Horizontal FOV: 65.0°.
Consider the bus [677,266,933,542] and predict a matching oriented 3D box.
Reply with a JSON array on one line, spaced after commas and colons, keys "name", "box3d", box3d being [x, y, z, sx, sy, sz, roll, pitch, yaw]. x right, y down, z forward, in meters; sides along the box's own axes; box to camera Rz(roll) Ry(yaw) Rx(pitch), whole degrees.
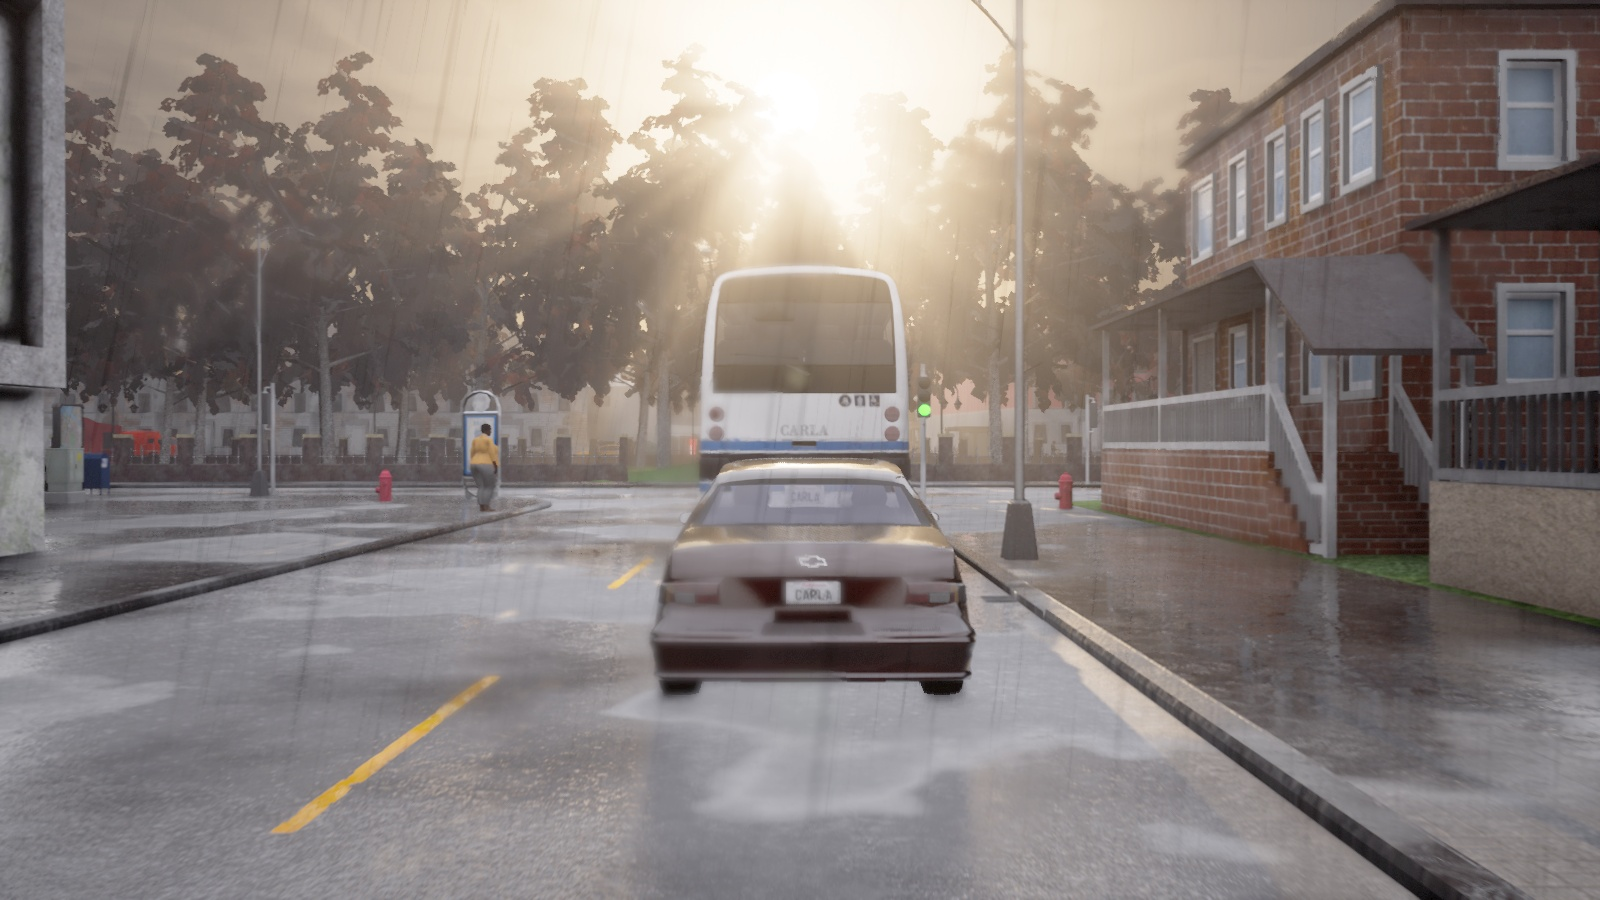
[{"name": "bus", "box3d": [0.168, -0.735, 24.540, 3.944, 4.253, 10.273, 0, 0, 1]}]

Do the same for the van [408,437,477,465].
[{"name": "van", "box3d": [-25.815, 0.089, 90.710, 4.442, 1.987, 1.775, 0, 0, 0]}]

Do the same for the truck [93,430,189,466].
[{"name": "truck", "box3d": [-45.488, -0.149, 86.778, 5.204, 2.467, 2.627, 0, 0, 0]}]

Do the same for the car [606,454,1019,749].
[{"name": "car", "box3d": [0.067, 0.756, 8.874, 2.033, 1.411, 5.357, 0, 0, 0]}]

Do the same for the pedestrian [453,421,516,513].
[{"name": "pedestrian", "box3d": [-6.558, 0.339, 26.114, 0.874, 1.855, 0.900, 0, 0, 32]}]

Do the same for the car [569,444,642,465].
[{"name": "car", "box3d": [-14.007, 0.324, 90.669, 5.008, 1.535, 1.882, 0, 0, 0]}]
